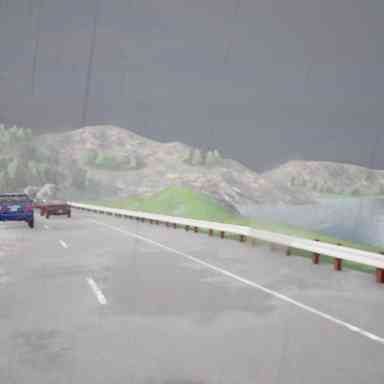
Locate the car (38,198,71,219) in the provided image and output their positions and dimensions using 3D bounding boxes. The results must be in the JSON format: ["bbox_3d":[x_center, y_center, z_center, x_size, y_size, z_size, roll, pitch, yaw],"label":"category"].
[{"bbox_3d":[-11.665,1.347,28.277,1.882,1.535,5.008,0,0,-32],"label":"car"}]

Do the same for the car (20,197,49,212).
[{"bbox_3d":[-17.833,1.367,37.498,2.033,1.411,5.357,0,0,-35],"label":"car"}]

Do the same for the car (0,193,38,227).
[{"bbox_3d":[-11.472,1.111,21.313,2.150,2.045,5.566,0,0,-30],"label":"car"}]
